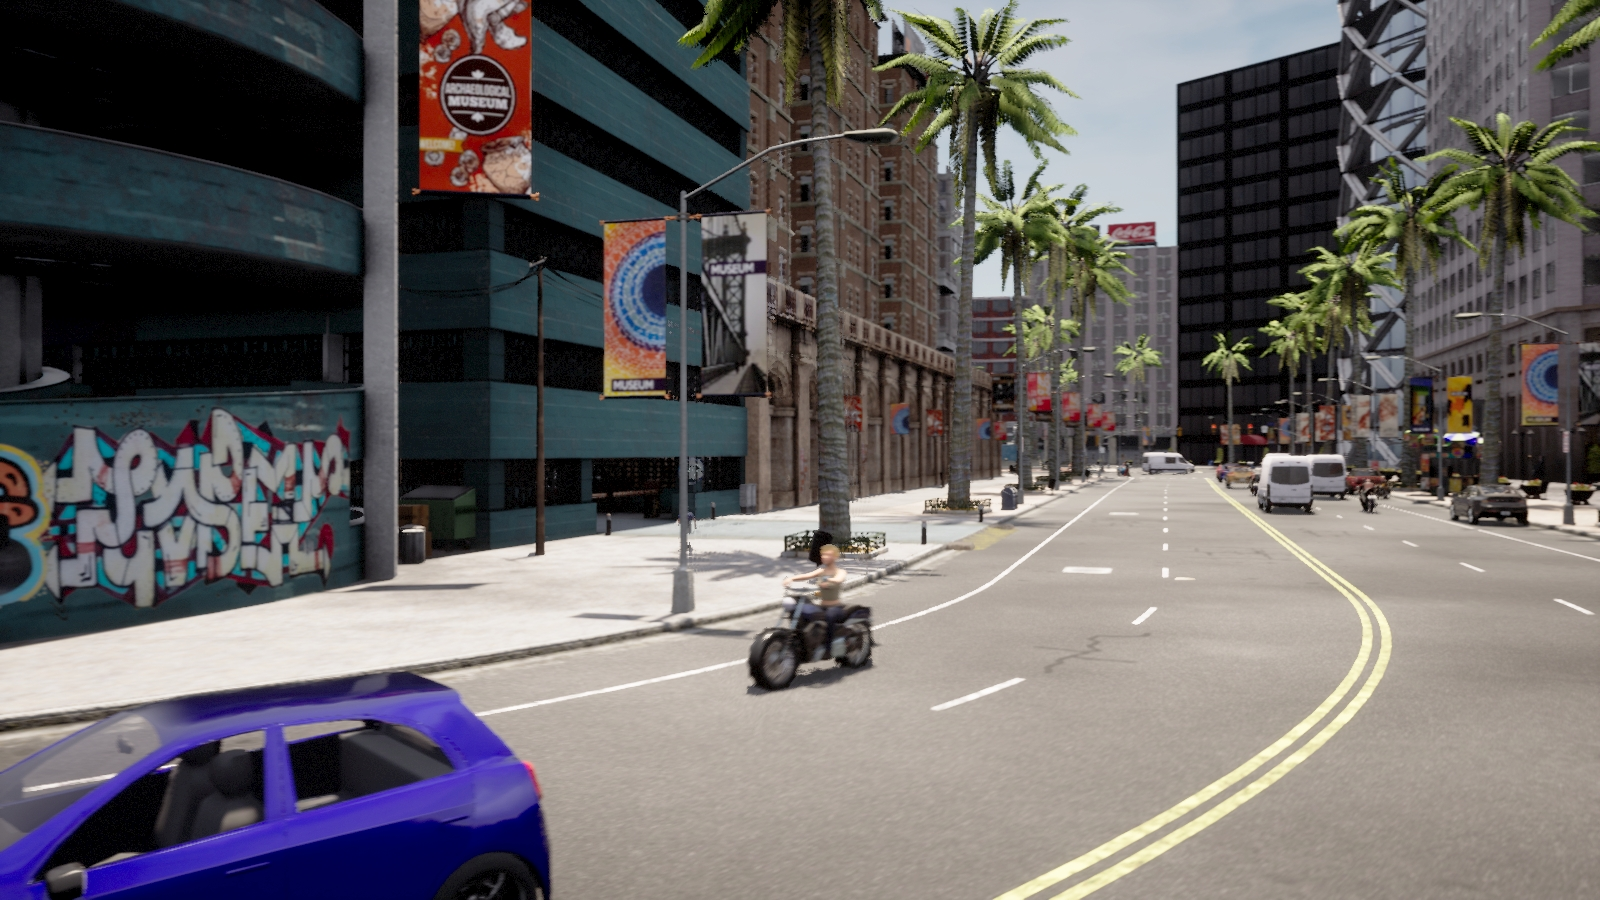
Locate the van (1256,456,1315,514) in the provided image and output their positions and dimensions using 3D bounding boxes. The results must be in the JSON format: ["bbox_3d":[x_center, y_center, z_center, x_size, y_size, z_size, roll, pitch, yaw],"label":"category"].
[{"bbox_3d":[22.605,1.557,53.392,1.988,2.561,5.915,0,0,18],"label":"van"}]

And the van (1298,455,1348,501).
[{"bbox_3d":[30.708,1.562,67.223,1.988,2.561,5.915,0,0,18],"label":"van"}]

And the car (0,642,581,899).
[{"bbox_3d":[-3.179,2.042,5.782,3.633,1.501,1.845,0,0,-41],"label":"car"}]

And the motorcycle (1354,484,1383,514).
[{"bbox_3d":[25.811,2.225,51.911,0.867,1.251,2.209,0,0,18],"label":"motorcycle"}]

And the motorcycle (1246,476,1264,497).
[{"bbox_3d":[28.178,2.235,70.784,0.867,1.251,2.209,0,0,18],"label":"motorcycle"}]

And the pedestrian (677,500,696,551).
[{"bbox_3d":[-2.989,1.995,30.204,0.375,1.300,0.375,0,0,20],"label":"pedestrian"}]
